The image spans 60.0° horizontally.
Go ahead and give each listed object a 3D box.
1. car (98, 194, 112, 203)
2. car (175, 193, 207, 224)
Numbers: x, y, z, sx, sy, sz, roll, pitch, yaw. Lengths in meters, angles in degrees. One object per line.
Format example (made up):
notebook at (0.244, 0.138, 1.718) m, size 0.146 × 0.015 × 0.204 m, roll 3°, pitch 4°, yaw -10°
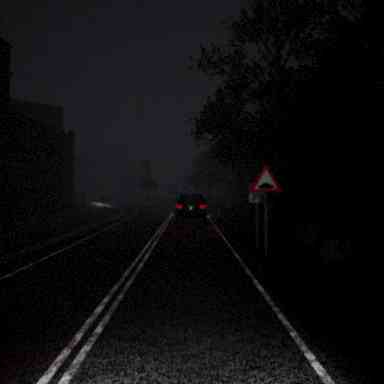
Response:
car at (-13.950, 0.970, 53.315) m, size 1.895 × 1.301 × 4.718 m, roll 1°, pitch 1°, yaw -19°
car at (-0.082, 1.104, 24.099) m, size 2.150 × 2.045 × 5.566 m, roll 0°, pitch 1°, yaw 0°
